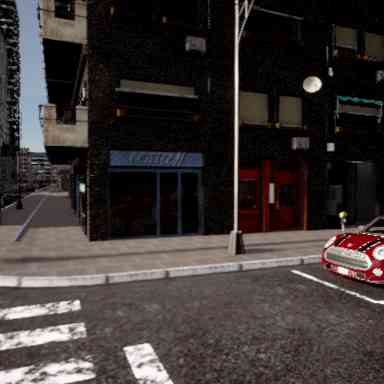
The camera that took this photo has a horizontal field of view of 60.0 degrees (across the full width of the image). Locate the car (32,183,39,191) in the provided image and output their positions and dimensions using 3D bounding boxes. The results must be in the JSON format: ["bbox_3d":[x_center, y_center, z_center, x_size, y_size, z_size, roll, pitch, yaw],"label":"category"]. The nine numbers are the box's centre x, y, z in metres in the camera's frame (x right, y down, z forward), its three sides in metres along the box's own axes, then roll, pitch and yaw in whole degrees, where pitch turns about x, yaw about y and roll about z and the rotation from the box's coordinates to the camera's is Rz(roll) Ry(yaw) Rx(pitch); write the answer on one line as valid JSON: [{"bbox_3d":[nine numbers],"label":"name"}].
[{"bbox_3d":[-36.027,-0.995,74.692,1.947,1.339,4.313,-1,2,-22],"label":"car"}]

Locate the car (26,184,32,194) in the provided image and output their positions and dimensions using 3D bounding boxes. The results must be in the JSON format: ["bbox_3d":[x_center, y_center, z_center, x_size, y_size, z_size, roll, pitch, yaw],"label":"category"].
[{"bbox_3d":[-27.528,-0.354,53.741,1.887,1.381,4.507,-1,2,-22],"label":"car"}]

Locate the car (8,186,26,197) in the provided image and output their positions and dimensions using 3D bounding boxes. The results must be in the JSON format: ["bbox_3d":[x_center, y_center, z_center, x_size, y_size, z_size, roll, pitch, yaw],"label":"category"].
[{"bbox_3d":[-23.279,-0.016,43.268,2.008,1.369,4.403,-1,2,-22],"label":"car"}]

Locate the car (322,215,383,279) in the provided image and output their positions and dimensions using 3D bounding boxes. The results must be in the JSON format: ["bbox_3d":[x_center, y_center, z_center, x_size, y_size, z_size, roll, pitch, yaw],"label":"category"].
[{"bbox_3d":[5.287,1.283,8.342,4.097,1.590,1.967,0,1,-23],"label":"car"}]

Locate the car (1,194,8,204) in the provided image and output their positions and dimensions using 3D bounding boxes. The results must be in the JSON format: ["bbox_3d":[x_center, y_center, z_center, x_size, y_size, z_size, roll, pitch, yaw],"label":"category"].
[{"bbox_3d":[-16.905,0.478,27.556,1.887,1.381,4.507,-1,2,-22],"label":"car"}]

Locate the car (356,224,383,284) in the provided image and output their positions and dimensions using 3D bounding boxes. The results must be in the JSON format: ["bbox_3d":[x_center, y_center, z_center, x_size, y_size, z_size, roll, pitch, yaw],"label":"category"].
[{"bbox_3d":[5.553,1.417,5.575,4.902,1.511,2.128,0,2,-20],"label":"car"}]
